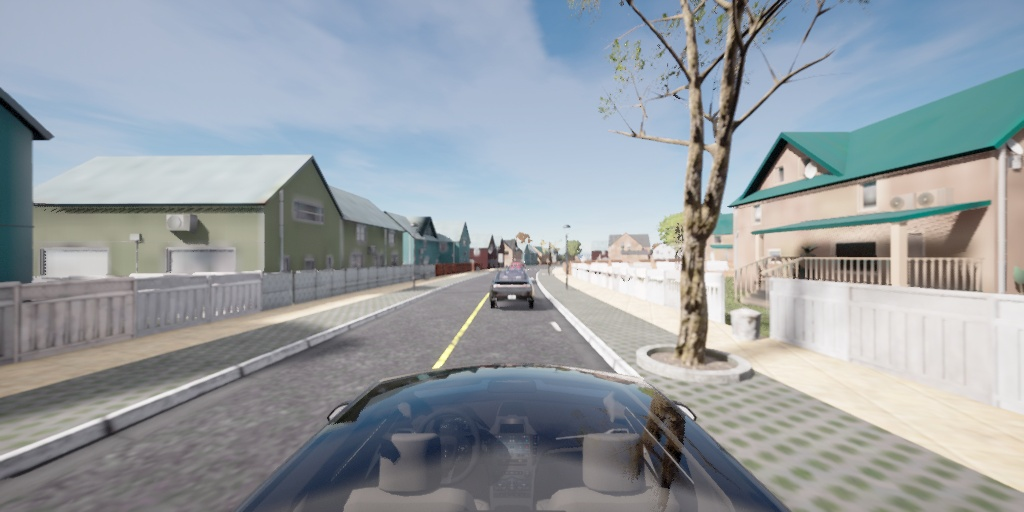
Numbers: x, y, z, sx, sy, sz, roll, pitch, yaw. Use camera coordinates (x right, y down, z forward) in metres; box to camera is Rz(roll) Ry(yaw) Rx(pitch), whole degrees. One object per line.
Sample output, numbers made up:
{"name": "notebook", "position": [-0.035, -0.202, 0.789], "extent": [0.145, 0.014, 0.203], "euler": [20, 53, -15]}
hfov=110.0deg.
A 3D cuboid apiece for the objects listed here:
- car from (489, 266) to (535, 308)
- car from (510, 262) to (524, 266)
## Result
{"name": "car", "position": [0.007, 1.388, 16.178], "extent": [2.128, 1.511, 4.902], "euler": [0, -1, 0]}
{"name": "car", "position": [0.333, 1.565, 31.119], "extent": [2.128, 1.511, 4.902], "euler": [0, -1, 3]}
